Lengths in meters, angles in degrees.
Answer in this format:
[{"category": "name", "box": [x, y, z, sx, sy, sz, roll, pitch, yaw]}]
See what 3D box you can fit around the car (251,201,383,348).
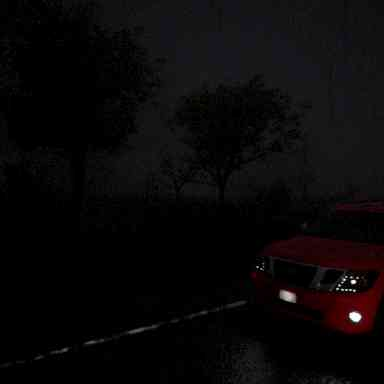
[{"category": "car", "box": [3.694, 1.221, 6.627, 5.566, 2.045, 2.150, 0, 0, -36]}]
